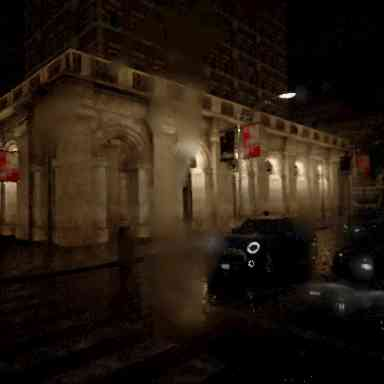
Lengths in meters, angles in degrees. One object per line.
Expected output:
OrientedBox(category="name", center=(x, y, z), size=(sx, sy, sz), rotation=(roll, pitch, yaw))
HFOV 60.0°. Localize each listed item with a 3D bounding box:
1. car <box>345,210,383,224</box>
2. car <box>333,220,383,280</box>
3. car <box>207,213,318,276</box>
OrientedBox(category="car", center=(10.730, 1.898, 20.004), size=(1.837, 1.490, 4.892), rotation=(-3, -3, 44))
OrientedBox(category="car", center=(5.909, 1.757, 10.073), size=(1.994, 1.385, 4.181), rotation=(-3, -2, 44))
OrientedBox(category="car", center=(2.560, 1.671, 11.662), size=(2.097, 1.767, 4.553), rotation=(-3, -3, 44))
